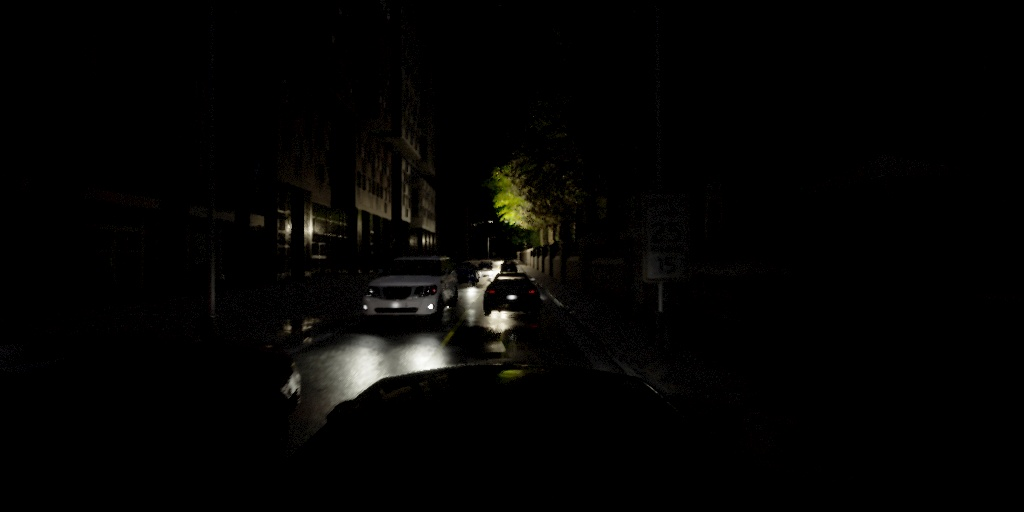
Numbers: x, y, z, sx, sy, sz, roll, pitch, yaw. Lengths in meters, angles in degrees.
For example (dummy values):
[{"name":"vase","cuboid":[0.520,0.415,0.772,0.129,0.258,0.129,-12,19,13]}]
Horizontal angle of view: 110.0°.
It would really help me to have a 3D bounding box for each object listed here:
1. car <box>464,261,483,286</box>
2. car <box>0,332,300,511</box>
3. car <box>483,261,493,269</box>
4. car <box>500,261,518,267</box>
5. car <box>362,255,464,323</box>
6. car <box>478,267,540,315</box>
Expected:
[{"name":"car","cuboid":[-3.354,1.230,25.369,1.882,1.535,5.008,0,0,0]},{"name":"car","cuboid":[-3.085,1.291,1.920,1.812,1.442,4.674,0,0,0]},{"name":"car","cuboid":[-3.571,1.322,49.556,1.895,1.301,4.718,0,0,-1]},{"name":"car","cuboid":[-0.346,1.232,39.568,1.812,1.442,4.674,0,0,-1]},{"name":"car","cuboid":[-3.216,0.986,12.558,2.150,2.045,5.566,0,0,-1]},{"name":"car","cuboid":[-0.027,1.313,13.670,1.994,1.385,4.181,0,0,-1]}]
